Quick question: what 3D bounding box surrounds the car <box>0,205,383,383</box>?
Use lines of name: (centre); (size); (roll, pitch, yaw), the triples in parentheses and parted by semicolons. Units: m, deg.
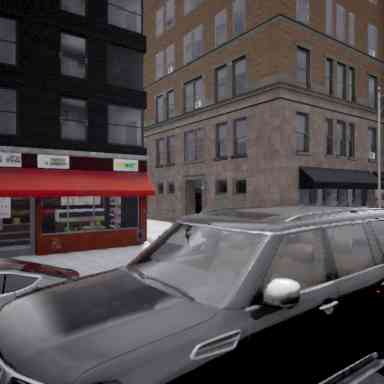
car: (0.714, 1.221, 3.890); (5.566, 2.045, 2.150); (0, 0, -36)

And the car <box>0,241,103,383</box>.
car: (-3.523, 1.566, 4.022); (4.313, 1.339, 1.947); (0, 0, -36)

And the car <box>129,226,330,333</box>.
car: (0.954, 1.582, 7.218); (4.206, 1.307, 1.802); (0, 0, -36)
